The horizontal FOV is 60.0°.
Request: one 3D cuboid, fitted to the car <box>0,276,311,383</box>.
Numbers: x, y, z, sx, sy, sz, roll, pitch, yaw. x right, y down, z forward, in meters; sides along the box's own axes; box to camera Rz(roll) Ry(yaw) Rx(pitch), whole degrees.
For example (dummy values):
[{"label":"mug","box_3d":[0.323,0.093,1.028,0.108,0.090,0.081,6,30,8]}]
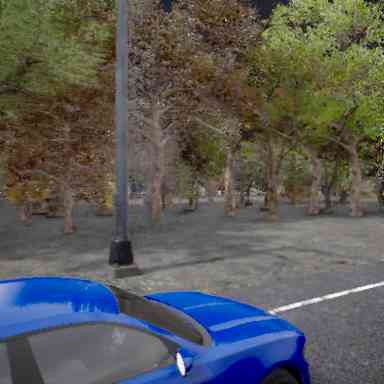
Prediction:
[{"label":"car","box_3d":[-1.128,1.479,2.663,5.008,1.535,1.882,0,0,-34]}]
